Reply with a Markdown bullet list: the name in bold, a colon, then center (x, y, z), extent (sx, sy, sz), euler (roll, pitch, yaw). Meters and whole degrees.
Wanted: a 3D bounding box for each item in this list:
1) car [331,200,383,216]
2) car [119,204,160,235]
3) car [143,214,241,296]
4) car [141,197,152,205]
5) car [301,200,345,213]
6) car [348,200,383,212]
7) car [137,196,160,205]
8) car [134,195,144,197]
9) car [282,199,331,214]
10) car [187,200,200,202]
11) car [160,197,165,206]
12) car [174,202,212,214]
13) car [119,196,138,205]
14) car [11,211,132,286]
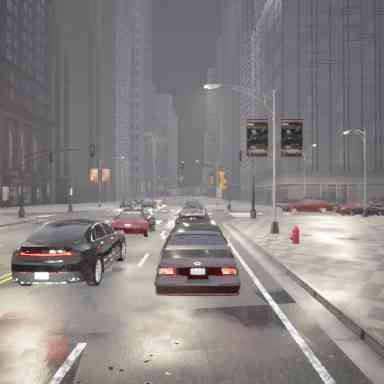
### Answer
- **car**: center (15.336, 1.576, 30.266), extent (4.206, 1.307, 1.802), euler (0, 0, -1)
- **car**: center (-3.138, 1.600, 18.293), extent (1.994, 1.385, 4.181), euler (0, 0, 0)
- **car**: center (0.112, 1.557, 8.806), extent (2.033, 1.411, 5.357), euler (0, 0, 0)
- **car**: center (-9.701, 1.901, 71.141), extent (1.812, 1.442, 4.674), euler (0, 0, 0)
- **car**: center (15.212, 1.660, 38.789), extent (4.313, 1.339, 1.947), euler (0, 0, -1)
- **car**: center (20.852, 1.641, 38.873), extent (4.313, 1.339, 1.947), euler (0, 0, -1)
- **car**: center (-6.559, 1.775, 50.886), extent (2.033, 1.411, 5.357), euler (0, 0, 0)
- **car**: center (-9.775, 1.518, 60.794), extent (2.150, 2.045, 5.566), euler (0, 0, 0)
- **car**: center (12.278, 1.550, 35.991), extent (5.008, 1.535, 1.882), euler (0, -1, -1)
- **car**: center (0.189, 1.757, 45.682), extent (1.994, 1.385, 4.181), euler (0, 0, -2)
- **car**: center (-6.528, 1.644, 60.168), extent (2.097, 1.767, 4.553), euler (0, 0, 0)
- **car**: center (0.059, 1.542, 18.545), extent (1.837, 1.490, 4.892), euler (0, 0, 1)
- **car**: center (-9.840, 1.731, 50.775), extent (1.837, 1.490, 4.892), euler (0, 0, -2)
- **car**: center (-3.144, 1.515, 9.392), extent (1.837, 1.490, 4.892), euler (0, 0, 0)
